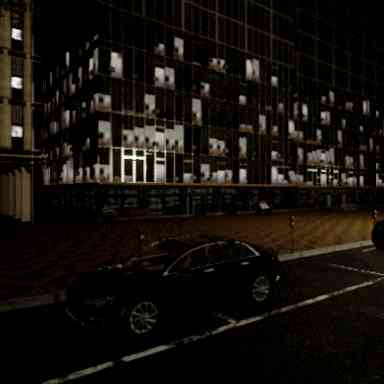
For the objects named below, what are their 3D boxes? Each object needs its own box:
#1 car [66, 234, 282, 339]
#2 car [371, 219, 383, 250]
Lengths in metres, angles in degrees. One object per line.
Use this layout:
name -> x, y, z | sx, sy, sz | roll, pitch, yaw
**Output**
car -> -0.120, 1.550, 6.476 | 4.403, 1.369, 2.008 | 0, 0, -36
car -> 9.108, 1.311, 13.060 | 5.009, 1.841, 2.192 | 0, 0, -36
